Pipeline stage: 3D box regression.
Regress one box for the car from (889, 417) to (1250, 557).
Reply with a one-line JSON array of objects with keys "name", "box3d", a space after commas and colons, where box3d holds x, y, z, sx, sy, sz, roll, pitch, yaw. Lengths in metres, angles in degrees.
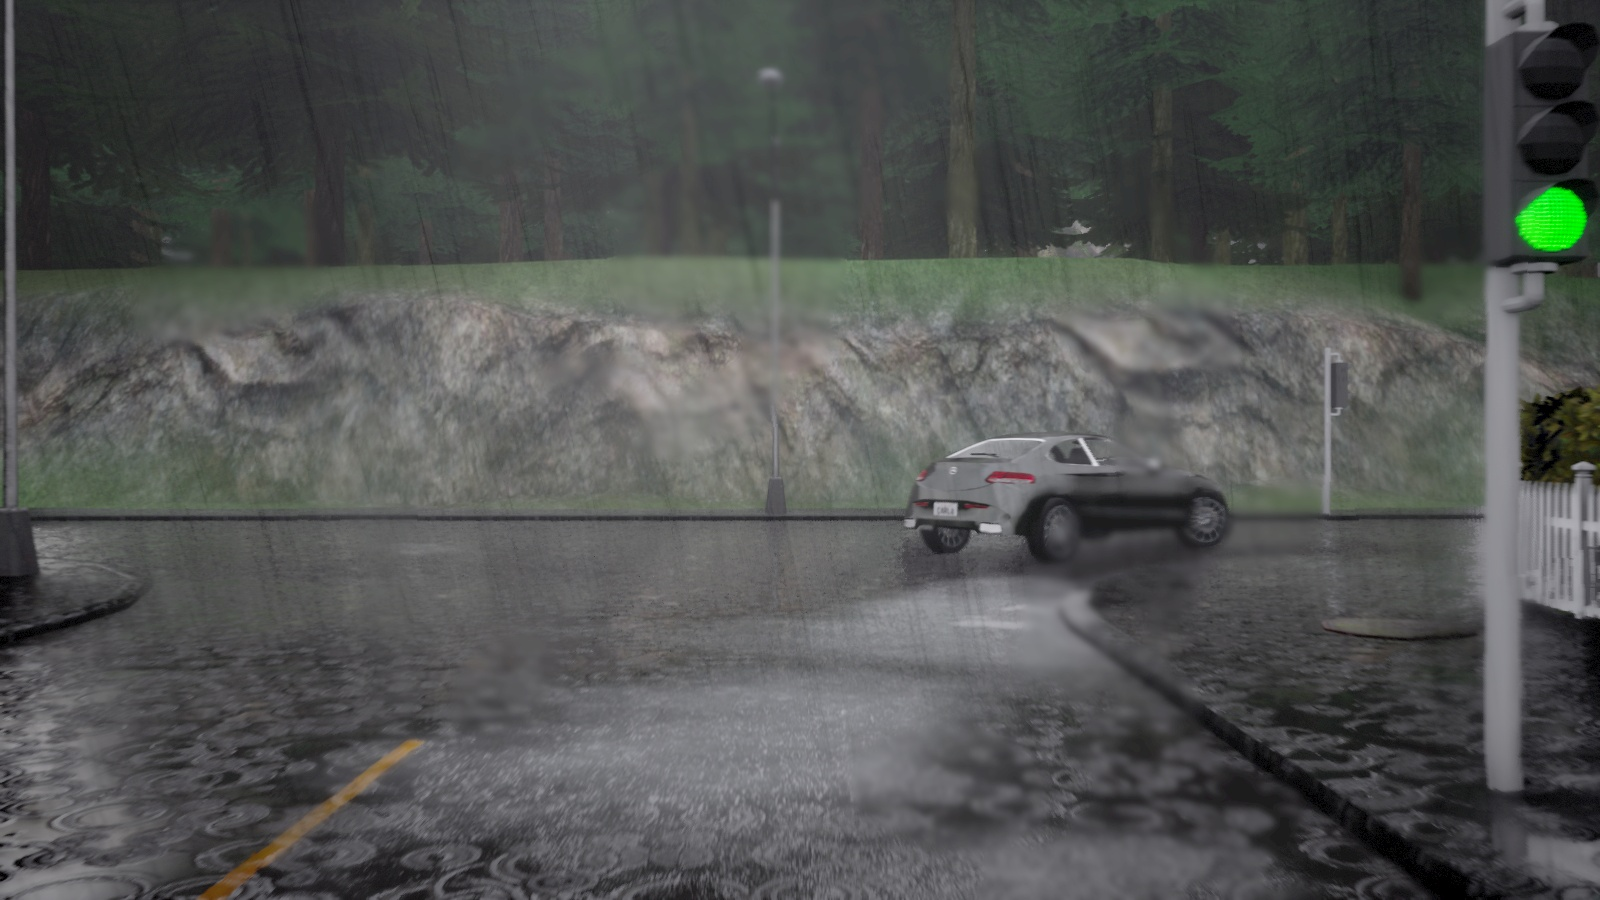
[{"name": "car", "box3d": [3.795, 0.431, 17.185, 5.027, 1.651, 2.152, 0, 0, -39]}]
